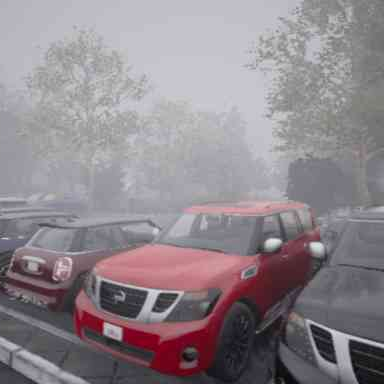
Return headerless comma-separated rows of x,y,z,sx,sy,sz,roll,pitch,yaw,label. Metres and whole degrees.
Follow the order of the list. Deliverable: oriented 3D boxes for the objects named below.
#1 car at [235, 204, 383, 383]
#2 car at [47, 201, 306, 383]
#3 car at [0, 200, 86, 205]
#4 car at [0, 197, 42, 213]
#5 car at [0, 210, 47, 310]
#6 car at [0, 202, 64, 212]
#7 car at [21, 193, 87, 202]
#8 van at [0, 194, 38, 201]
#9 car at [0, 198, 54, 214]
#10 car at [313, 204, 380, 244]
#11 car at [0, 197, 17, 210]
2.994,1.226,4.365,2.435,2.045,5.566,0,0,35,car
0.709,1.217,5.989,2.435,2.045,5.566,0,0,35,car
-6.110,1.317,10.912,2.185,1.767,4.553,0,0,35,car
-19.264,1.369,36.270,2.097,1.535,5.008,0,0,35,car
-1.577,1.334,7.612,2.185,1.767,4.553,0,0,35,car
-3.862,1.326,9.236,2.185,1.767,4.553,0,0,35,car
-12.569,1.138,31.482,2.435,2.045,5.566,0,0,35,car
-8.480,1.208,12.416,1.878,1.987,4.442,0,0,35,van
-17.094,1.414,34.731,2.002,1.452,4.674,0,0,35,car
8.006,1.469,16.892,2.231,1.521,4.892,0,0,35,car
-23.783,1.393,39.526,2.163,1.488,4.792,0,0,35,car
